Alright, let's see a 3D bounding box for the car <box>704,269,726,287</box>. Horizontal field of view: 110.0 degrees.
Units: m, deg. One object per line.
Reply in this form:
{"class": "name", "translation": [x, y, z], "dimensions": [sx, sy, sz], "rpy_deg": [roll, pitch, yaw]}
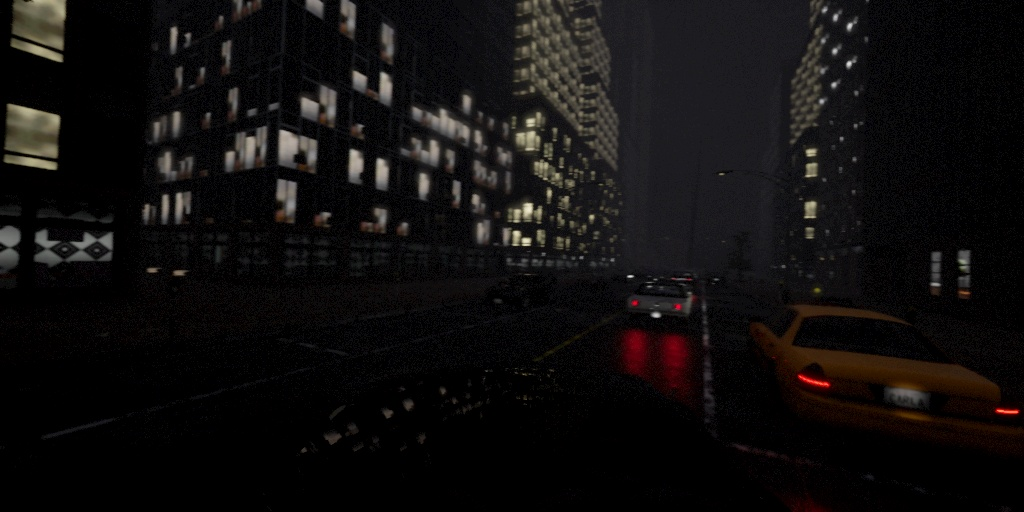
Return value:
{"class": "car", "translation": [21.153, 2.400, 37.272], "dimensions": [1.948, 1.339, 4.313], "rpy_deg": [0, 0, 28]}

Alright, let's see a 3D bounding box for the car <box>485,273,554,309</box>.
{"class": "car", "translation": [0.461, 1.461, 16.047], "dimensions": [1.948, 1.339, 4.313], "rpy_deg": [0, 0, 28]}

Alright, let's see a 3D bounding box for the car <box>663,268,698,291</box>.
{"class": "car", "translation": [13.388, 1.963, 28.077], "dimensions": [2.128, 1.511, 4.902], "rpy_deg": [2, -1, 28]}

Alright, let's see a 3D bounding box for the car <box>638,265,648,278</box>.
{"class": "car", "translation": [16.414, 2.283, 46.234], "dimensions": [1.888, 1.381, 4.507], "rpy_deg": [0, 0, 28]}

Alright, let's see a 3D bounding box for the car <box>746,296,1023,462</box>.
{"class": "car", "translation": [5.048, 1.428, 5.767], "dimensions": [1.801, 1.575, 5.366], "rpy_deg": [2, -1, 28]}

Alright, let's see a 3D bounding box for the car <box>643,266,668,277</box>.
{"class": "car", "translation": [16.945, 2.264, 41.506], "dimensions": [2.033, 1.411, 5.357], "rpy_deg": [2, -1, 28]}

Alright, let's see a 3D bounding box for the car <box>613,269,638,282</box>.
{"class": "car", "translation": [11.096, 2.009, 36.171], "dimensions": [2.007, 1.370, 4.403], "rpy_deg": [0, 0, 28]}

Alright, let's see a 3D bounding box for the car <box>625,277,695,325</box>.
{"class": "car", "translation": [5.702, 1.666, 13.537], "dimensions": [1.895, 1.301, 4.718], "rpy_deg": [2, -1, 28]}

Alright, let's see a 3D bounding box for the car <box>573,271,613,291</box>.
{"class": "car", "translation": [5.778, 1.760, 26.108], "dimensions": [1.802, 1.307, 4.207], "rpy_deg": [0, 0, 28]}
